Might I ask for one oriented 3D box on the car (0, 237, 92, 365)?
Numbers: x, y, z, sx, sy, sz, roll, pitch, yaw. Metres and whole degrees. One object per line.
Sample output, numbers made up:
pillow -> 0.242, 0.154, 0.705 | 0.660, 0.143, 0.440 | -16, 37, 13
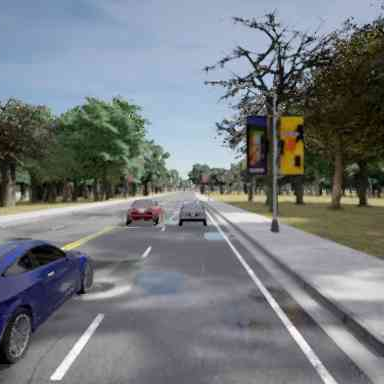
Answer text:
car -> -3.156, 1.501, 5.655 | 1.812, 1.442, 4.674 | 0, 0, 0

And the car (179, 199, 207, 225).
car -> 0.039, 1.450, 23.034 | 2.033, 1.411, 5.357 | 0, 0, -1

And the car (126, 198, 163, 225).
car -> -3.208, 1.254, 23.388 | 2.097, 1.767, 4.553 | 0, 0, 0
